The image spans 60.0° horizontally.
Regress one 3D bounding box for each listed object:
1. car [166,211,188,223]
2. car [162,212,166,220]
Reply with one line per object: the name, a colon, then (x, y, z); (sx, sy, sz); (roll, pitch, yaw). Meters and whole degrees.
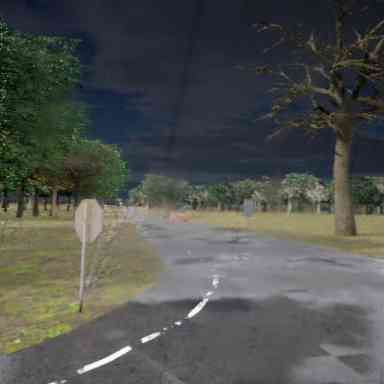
car: (-1.978, 3.496, 48.602); (2.097, 1.767, 4.553); (3, -3, -12)
car: (-4.104, 4.172, 58.201); (1.837, 1.490, 4.892); (3, -4, -12)
